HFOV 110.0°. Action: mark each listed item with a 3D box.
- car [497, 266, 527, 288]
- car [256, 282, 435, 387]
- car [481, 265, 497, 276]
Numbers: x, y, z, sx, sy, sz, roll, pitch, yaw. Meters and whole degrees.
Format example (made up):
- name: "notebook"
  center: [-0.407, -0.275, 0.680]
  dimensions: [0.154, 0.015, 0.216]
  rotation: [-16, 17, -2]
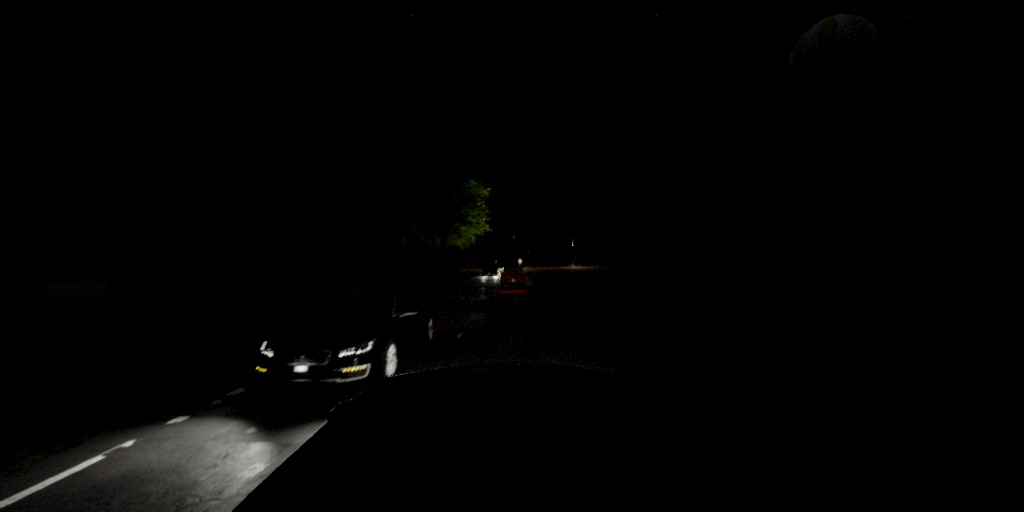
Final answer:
- name: "car"
  center: [0.082, 1.540, 27.068]
  dimensions: [1.882, 1.535, 5.008]
  rotation: [0, -1, 0]
- name: "car"
  center: [-2.853, 1.322, 7.282]
  dimensions: [1.837, 1.490, 4.892]
  rotation: [0, -1, 0]
- name: "car"
  center: [-2.857, 1.858, 46.955]
  dimensions: [1.812, 1.442, 4.674]
  rotation: [0, -1, 0]
